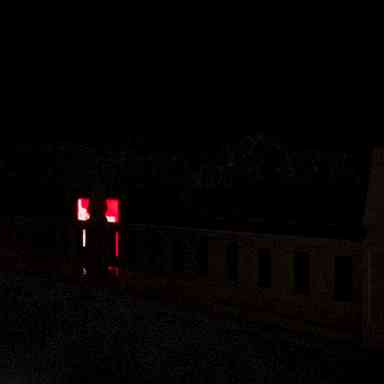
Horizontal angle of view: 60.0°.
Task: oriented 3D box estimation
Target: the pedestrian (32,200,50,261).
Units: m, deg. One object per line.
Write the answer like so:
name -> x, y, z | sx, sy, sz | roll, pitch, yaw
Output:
pedestrian -> -4.640, 1.141, 10.125 | 0.375, 1.860, 0.375 | 0, 0, 30

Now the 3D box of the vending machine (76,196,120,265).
vending machine -> -3.075, 1.195, 10.919 | 0.880, 2.100, 1.100 | 0, 0, 30
